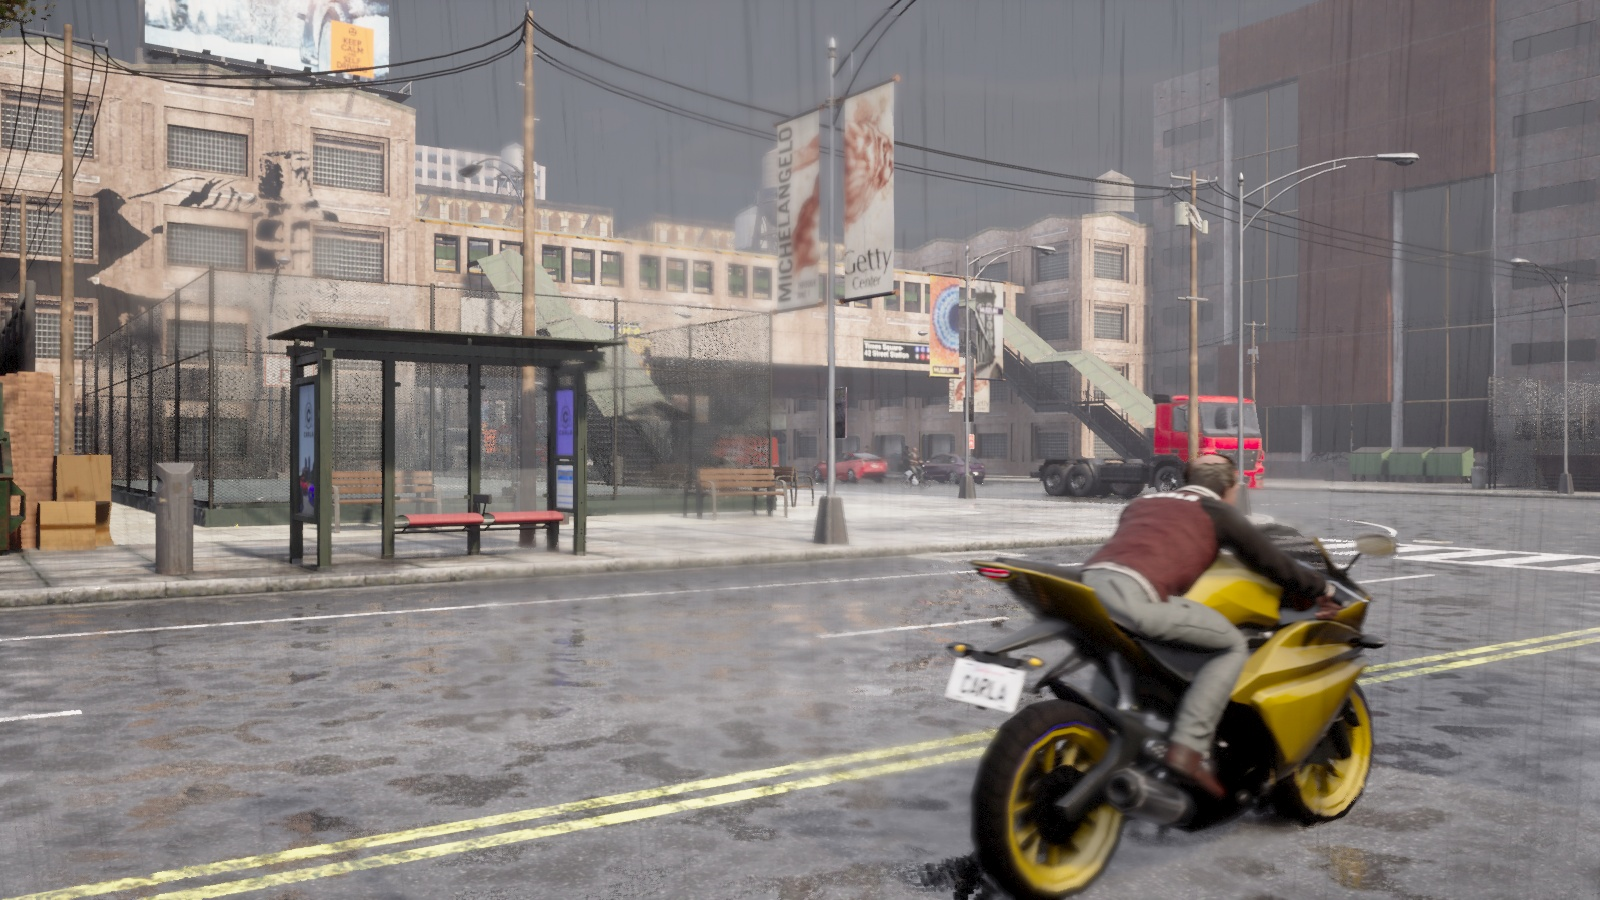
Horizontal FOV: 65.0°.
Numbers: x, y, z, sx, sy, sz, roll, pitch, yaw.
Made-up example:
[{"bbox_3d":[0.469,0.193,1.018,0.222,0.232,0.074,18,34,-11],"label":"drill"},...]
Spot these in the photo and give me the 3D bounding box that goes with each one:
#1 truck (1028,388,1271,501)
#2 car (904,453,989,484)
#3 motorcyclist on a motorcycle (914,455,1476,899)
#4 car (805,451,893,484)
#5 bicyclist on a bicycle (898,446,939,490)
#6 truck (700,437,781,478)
[{"bbox_3d":[11.573,-0.158,42.474,2.891,3.462,7.936,0,0,-34],"label":"truck"},{"bbox_3d":[7.123,0.893,61.352,1.816,1.474,4.193,0,0,-34],"label":"car"},{"bbox_3d":[1.554,0.788,4.746,2.191,1.530,0.866,0,0,-35],"label":"motorcyclist on a motorcycle"},{"bbox_3d":[2.381,0.838,62.084,2.007,1.525,4.514,0,0,-34],"label":"car"},{"bbox_3d":[4.924,0.732,52.173,0.659,1.776,1.843,0,0,-34],"label":"bicyclist on a bicycle"},{"bbox_3d":[-3.713,0.455,77.376,2.627,2.467,5.204,0,0,-34],"label":"truck"}]
